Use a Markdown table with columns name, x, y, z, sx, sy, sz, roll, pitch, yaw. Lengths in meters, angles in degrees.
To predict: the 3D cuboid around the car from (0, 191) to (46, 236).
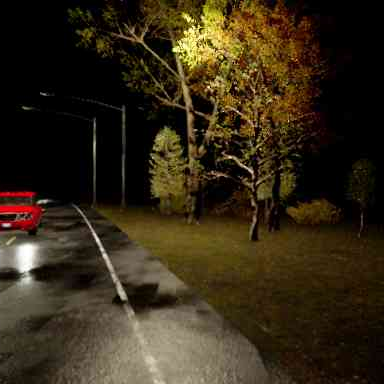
| name | x | y | z | sx | sy | sz | roll | pitch | yaw |
| --- | --- | --- | --- | --- | --- | --- | --- | --- | --- |
| car | -8.955 | 1.022 | 16.982 | 2.150 | 2.045 | 5.566 | 0 | 1 | -20 |
